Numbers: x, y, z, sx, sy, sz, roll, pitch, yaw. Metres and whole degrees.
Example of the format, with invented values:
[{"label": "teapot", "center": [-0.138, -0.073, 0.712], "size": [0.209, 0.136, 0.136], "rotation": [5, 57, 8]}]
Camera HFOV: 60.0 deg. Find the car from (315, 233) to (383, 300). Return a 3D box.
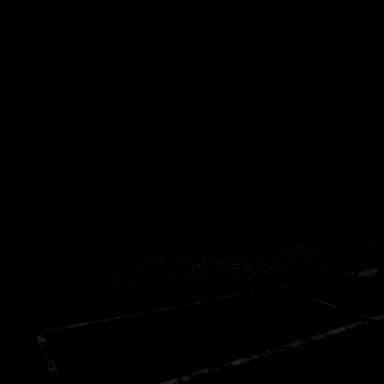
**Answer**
[{"label": "car", "center": [5.101, 1.763, 8.695], "size": [4.206, 1.307, 1.802], "rotation": [1, -1, -31]}]
